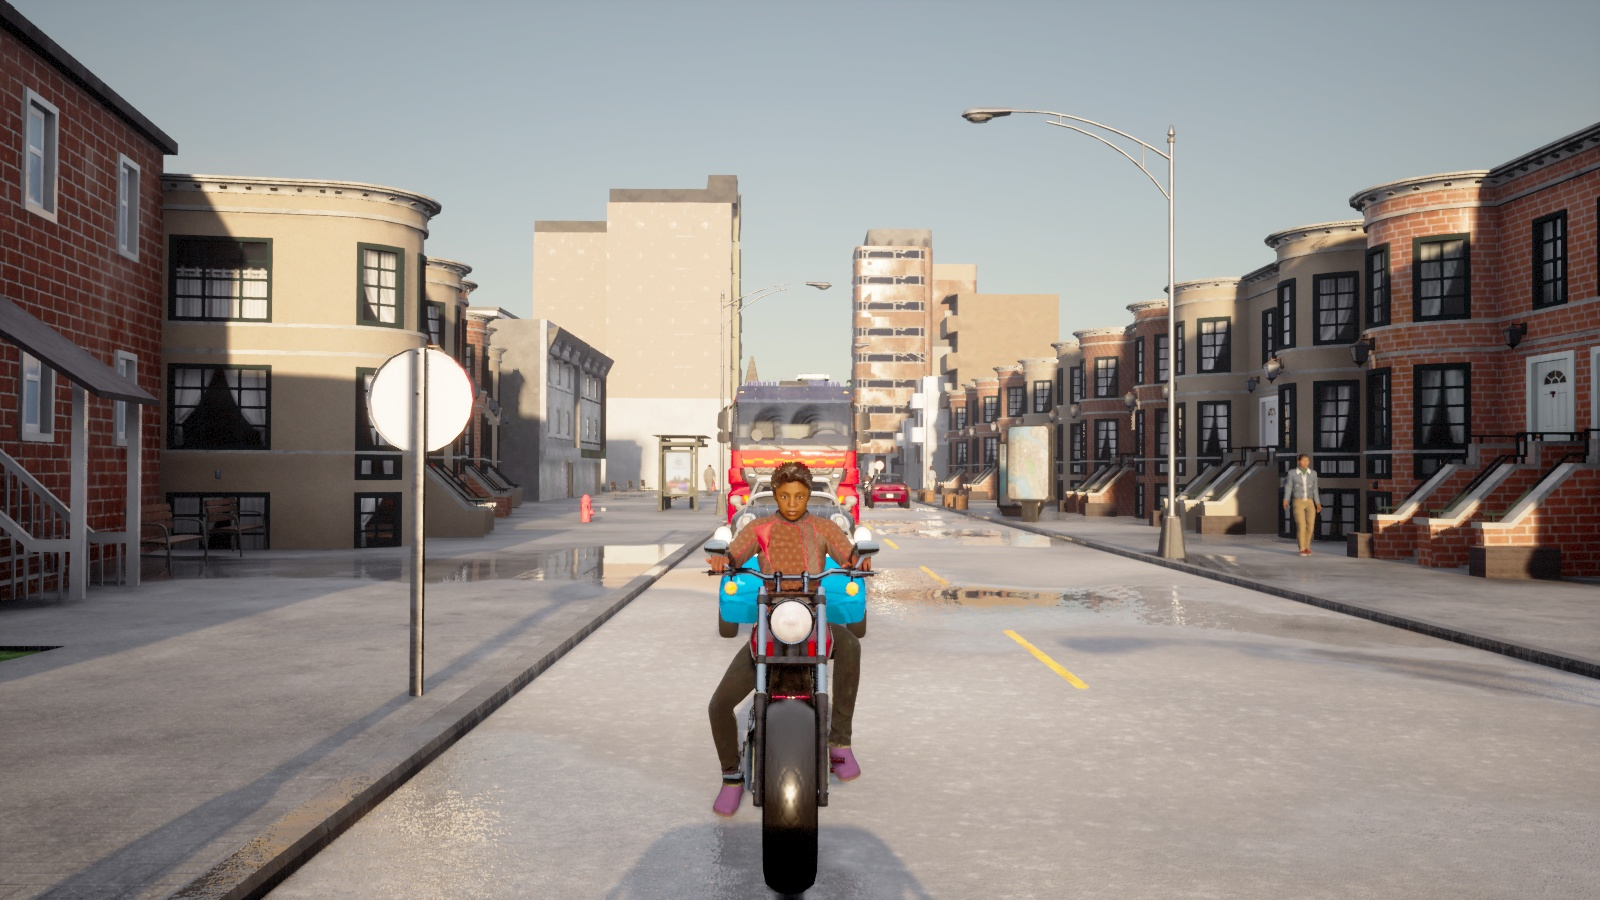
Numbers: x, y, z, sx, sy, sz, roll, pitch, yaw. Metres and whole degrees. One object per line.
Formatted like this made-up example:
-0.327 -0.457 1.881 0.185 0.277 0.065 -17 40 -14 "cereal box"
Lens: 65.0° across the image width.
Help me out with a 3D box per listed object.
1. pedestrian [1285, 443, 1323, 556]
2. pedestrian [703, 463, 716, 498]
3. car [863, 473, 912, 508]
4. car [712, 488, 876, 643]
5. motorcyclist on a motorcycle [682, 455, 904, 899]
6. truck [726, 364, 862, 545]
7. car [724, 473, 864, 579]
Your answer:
8.824 0.858 22.005 0.423 1.949 0.788 0 -1 8 "pedestrian"
-5.129 1.737 71.189 0.659 1.952 0.873 0 -1 -2 "pedestrian"
3.748 1.726 54.501 1.816 1.474 4.193 0 -1 0 "car"
-0.062 1.078 12.451 1.481 1.376 2.207 0 -1 0 "car"
-0.031 0.858 5.541 0.766 1.649 2.350 0 -1 0 "motorcyclist on a motorcycle"
-0.150 0.168 30.923 2.891 3.827 8.468 0 -1 0 "truck"
-0.096 1.109 19.632 1.970 1.475 3.806 0 -1 0 "car"
